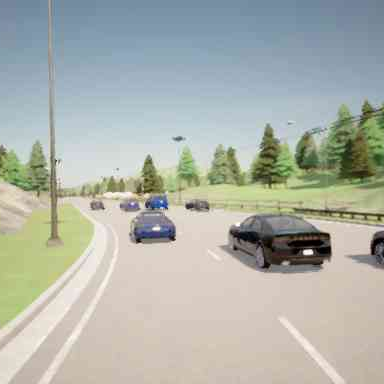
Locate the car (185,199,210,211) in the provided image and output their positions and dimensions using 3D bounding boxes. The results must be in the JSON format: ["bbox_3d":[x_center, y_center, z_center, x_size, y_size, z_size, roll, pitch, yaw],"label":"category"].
[{"bbox_3d":[0.621,1.602,41.531,2.128,1.511,4.902,-1,0,-21],"label":"car"}]

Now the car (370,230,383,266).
[{"bbox_3d":[6.556,1.358,8.264,2.128,1.511,4.902,-1,0,-7],"label":"car"}]

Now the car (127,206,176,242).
[{"bbox_3d":[-2.092,1.667,17.165,1.994,1.385,4.181,-1,0,-14],"label":"car"}]

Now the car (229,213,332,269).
[{"bbox_3d":[2.652,1.448,11.192,1.882,1.535,5.008,-1,0,-9],"label":"car"}]

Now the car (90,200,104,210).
[{"bbox_3d":[-15.118,2.016,52.946,2.128,1.511,4.902,-1,0,-21],"label":"car"}]

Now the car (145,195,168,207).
[{"bbox_3d":[-4.957,1.481,46.174,2.150,2.045,5.566,-1,0,-21],"label":"car"}]

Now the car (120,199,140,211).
[{"bbox_3d":[-8.650,1.700,46.022,2.097,1.767,4.553,-1,0,-21],"label":"car"}]
